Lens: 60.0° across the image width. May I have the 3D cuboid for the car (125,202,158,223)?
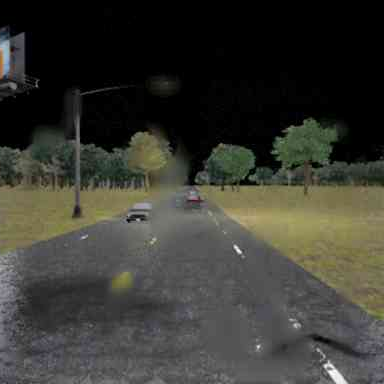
[{"bbox_3d":[-3.588,1.460,24.831,2.033,1.411,5.357,0,0,0],"label":"car"}]

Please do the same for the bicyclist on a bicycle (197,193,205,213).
[{"bbox_3d":[0.974,1.195,32.323,0.659,1.776,1.843,0,1,0],"label":"bicyclist on a bicycle"}]

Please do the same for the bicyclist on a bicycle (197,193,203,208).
[{"bbox_3d":[0.978,1.046,41.292,0.659,1.776,1.843,0,1,0],"label":"bicyclist on a bicycle"}]

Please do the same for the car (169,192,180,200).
[{"bbox_3d":[-3.482,0.738,65.966,1.837,1.490,4.892,0,1,0],"label":"car"}]

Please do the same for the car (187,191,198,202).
[{"bbox_3d":[0.090,0.980,56.419,1.994,1.385,4.181,0,1,0],"label":"car"}]

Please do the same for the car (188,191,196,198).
[{"bbox_3d":[0.033,0.542,74.849,1.882,1.535,5.008,0,1,0],"label":"car"}]
